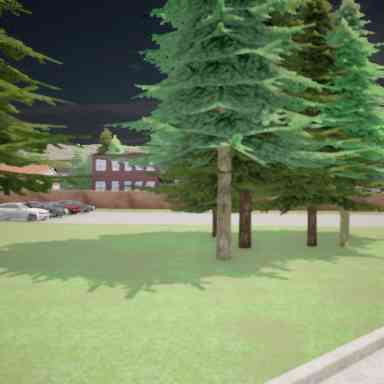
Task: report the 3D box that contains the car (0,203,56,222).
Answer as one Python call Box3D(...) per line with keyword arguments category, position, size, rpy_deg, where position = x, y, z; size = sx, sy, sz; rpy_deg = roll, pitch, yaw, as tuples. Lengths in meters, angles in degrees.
Box3D(category="car", position=(-13.671, 1.569, 26.254), size=(4.674, 1.442, 1.812), rpy_deg=(0, 0, 3))

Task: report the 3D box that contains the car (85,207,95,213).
Box3D(category="car", position=(-13.275, 1.598, 36.748), size=(4.902, 1.511, 2.128), rpy_deg=(0, 0, 3))

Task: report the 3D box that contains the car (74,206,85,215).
Box3D(category="car", position=(-13.628, 1.683, 33.261), size=(4.718, 1.301, 1.895), rpy_deg=(0, 0, 3))

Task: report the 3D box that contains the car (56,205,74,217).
Box3D(category="car", position=(-13.594, 1.556, 29.755), size=(4.902, 1.511, 2.128), rpy_deg=(0, 0, 3))
